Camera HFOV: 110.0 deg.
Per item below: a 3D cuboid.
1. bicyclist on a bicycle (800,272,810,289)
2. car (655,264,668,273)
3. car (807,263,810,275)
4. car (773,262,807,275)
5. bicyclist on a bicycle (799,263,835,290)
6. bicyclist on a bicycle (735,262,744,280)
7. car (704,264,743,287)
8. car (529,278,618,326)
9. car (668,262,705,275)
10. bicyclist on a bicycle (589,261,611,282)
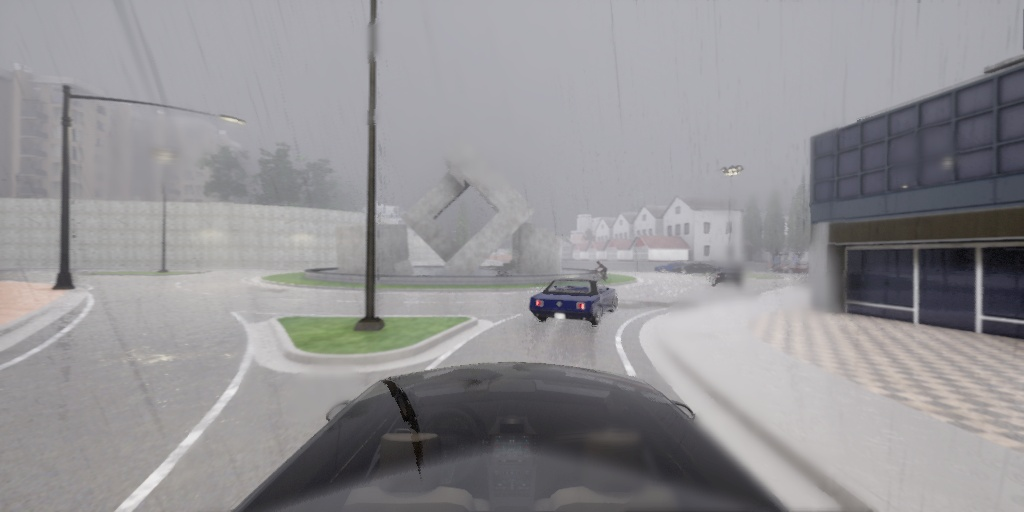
[{"bbox_3d":[18.927,1.292,22.325,0.582,1.620,1.656,1,0,-37],"label":"bicyclist on a bicycle"},{"bbox_3d":[21.951,1.566,48.444,5.008,1.535,1.882,1,0,9],"label":"car"},{"bbox_3d":[40.206,1.604,44.766,4.553,1.767,2.097,1,0,-6],"label":"car"},{"bbox_3d":[37.605,1.588,47.993,4.553,1.767,2.097,1,0,-6],"label":"car"},{"bbox_3d":[19.724,1.301,23.233,0.582,1.620,1.656,1,0,-31],"label":"bicyclist on a bicycle"},{"bbox_3d":[22.493,1.444,35.524,0.582,1.620,1.656,1,8,-4],"label":"bicyclist on a bicycle"},{"bbox_3d":[16.336,1.525,27.561,2.033,1.411,5.357,1,0,25],"label":"car"},{"bbox_3d":[2.277,1.401,12.040,1.895,1.301,4.718,0,0,25],"label":"car"},{"bbox_3d":[22.729,1.591,44.823,4.892,1.490,1.837,1,0,9],"label":"car"},{"bbox_3d":[6.654,1.188,27.045,1.656,1.620,0.582,0,0,23],"label":"bicyclist on a bicycle"}]
